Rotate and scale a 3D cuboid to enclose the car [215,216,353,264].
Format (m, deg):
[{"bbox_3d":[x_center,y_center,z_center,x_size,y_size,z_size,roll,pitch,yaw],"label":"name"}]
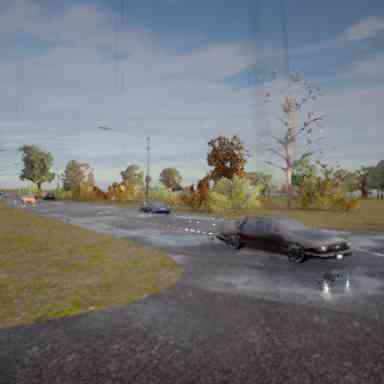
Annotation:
[{"bbox_3d":[3.128,1.637,12.639,2.033,1.411,5.357,1,0,-35],"label":"car"}]

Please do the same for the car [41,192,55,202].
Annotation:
[{"bbox_3d":[-32.654,1.122,75.513,2.150,2.045,5.566,1,0,-35],"label":"car"}]

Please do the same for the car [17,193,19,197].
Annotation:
[{"bbox_3d":[-38.009,1.390,75.382,2.033,1.411,5.357,0,0,-28],"label":"car"}]

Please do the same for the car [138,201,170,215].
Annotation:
[{"bbox_3d":[-4.005,1.643,34.911,1.994,1.385,4.181,1,0,-35],"label":"car"}]

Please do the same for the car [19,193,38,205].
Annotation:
[{"bbox_3d":[-28.825,1.404,58.591,1.882,1.535,5.008,0,0,-31],"label":"car"}]
